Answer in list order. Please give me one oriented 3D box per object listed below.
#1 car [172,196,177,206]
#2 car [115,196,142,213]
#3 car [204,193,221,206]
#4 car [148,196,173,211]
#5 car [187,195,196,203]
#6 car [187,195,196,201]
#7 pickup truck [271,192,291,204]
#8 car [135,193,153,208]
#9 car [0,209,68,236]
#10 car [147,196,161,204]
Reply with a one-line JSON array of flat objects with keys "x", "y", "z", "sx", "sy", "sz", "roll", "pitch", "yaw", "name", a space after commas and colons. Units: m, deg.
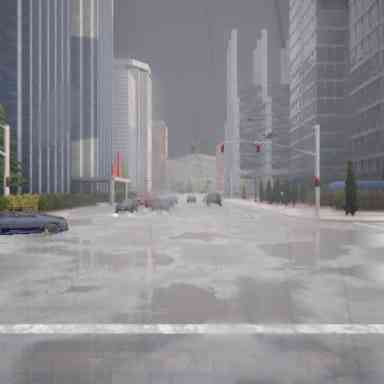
[{"x": -3.652, "y": 1.577, "z": 49.718, "sx": 1.895, "sy": 1.301, "sz": 4.718, "roll": 0, "pitch": 0, "yaw": 0, "name": "car"}, {"x": -7.147, "y": 1.487, "z": 36.672, "sx": 1.837, "sy": 1.490, "sz": 4.892, "roll": 0, "pitch": 0, "yaw": 0, "name": "car"}, {"x": 3.514, "y": 1.195, "z": 54.248, "sx": 2.150, "sy": 2.045, "sz": 5.566, "roll": 0, "pitch": 0, "yaw": 0, "name": "car"}, {"x": -3.644, "y": 1.545, "z": 39.712, "sx": 1.994, "sy": 1.385, "sz": 4.181, "roll": 0, "pitch": 0, "yaw": 0, "name": "car"}, {"x": -0.105, "y": 1.460, "z": 65.825, "sx": 2.128, "sy": 1.511, "sz": 4.902, "roll": 0, "pitch": 0, "yaw": 0, "name": "car"}, {"x": -0.121, "y": 1.382, "z": 76.146, "sx": 1.895, "sy": 1.301, "sz": 4.718, "roll": 0, "pitch": 0, "yaw": 0, "name": "car"}, {"x": 16.523, "y": 1.029, "z": 61.590, "sx": 2.390, "sy": 2.098, "sz": 6.274, "roll": 0, "pitch": 0, "yaw": 30, "name": "pickup truck"}, {"x": -7.155, "y": 1.199, "z": 47.481, "sx": 2.150, "sy": 2.045, "sz": 5.566, "roll": 0, "pitch": 0, "yaw": 0, "name": "car"}, {"x": -8.640, "y": 1.555, "z": 17.168, "sx": 4.181, "sy": 1.385, "sz": 1.994, "roll": 0, "pitch": 0, "yaw": -24, "name": "car"}, {"x": -7.145, "y": 1.517, "z": 62.849, "sx": 2.033, "sy": 1.411, "sz": 5.357, "roll": 0, "pitch": 0, "yaw": 0, "name": "car"}]
